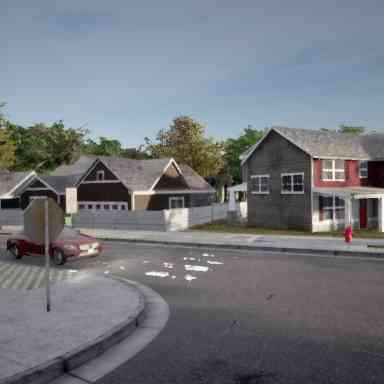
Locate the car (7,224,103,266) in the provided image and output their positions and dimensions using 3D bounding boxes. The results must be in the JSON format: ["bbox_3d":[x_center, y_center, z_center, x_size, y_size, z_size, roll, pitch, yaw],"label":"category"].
[{"bbox_3d":[-5.853,2.069,13.953,4.674,1.442,1.812,-2,0,32],"label":"car"}]
